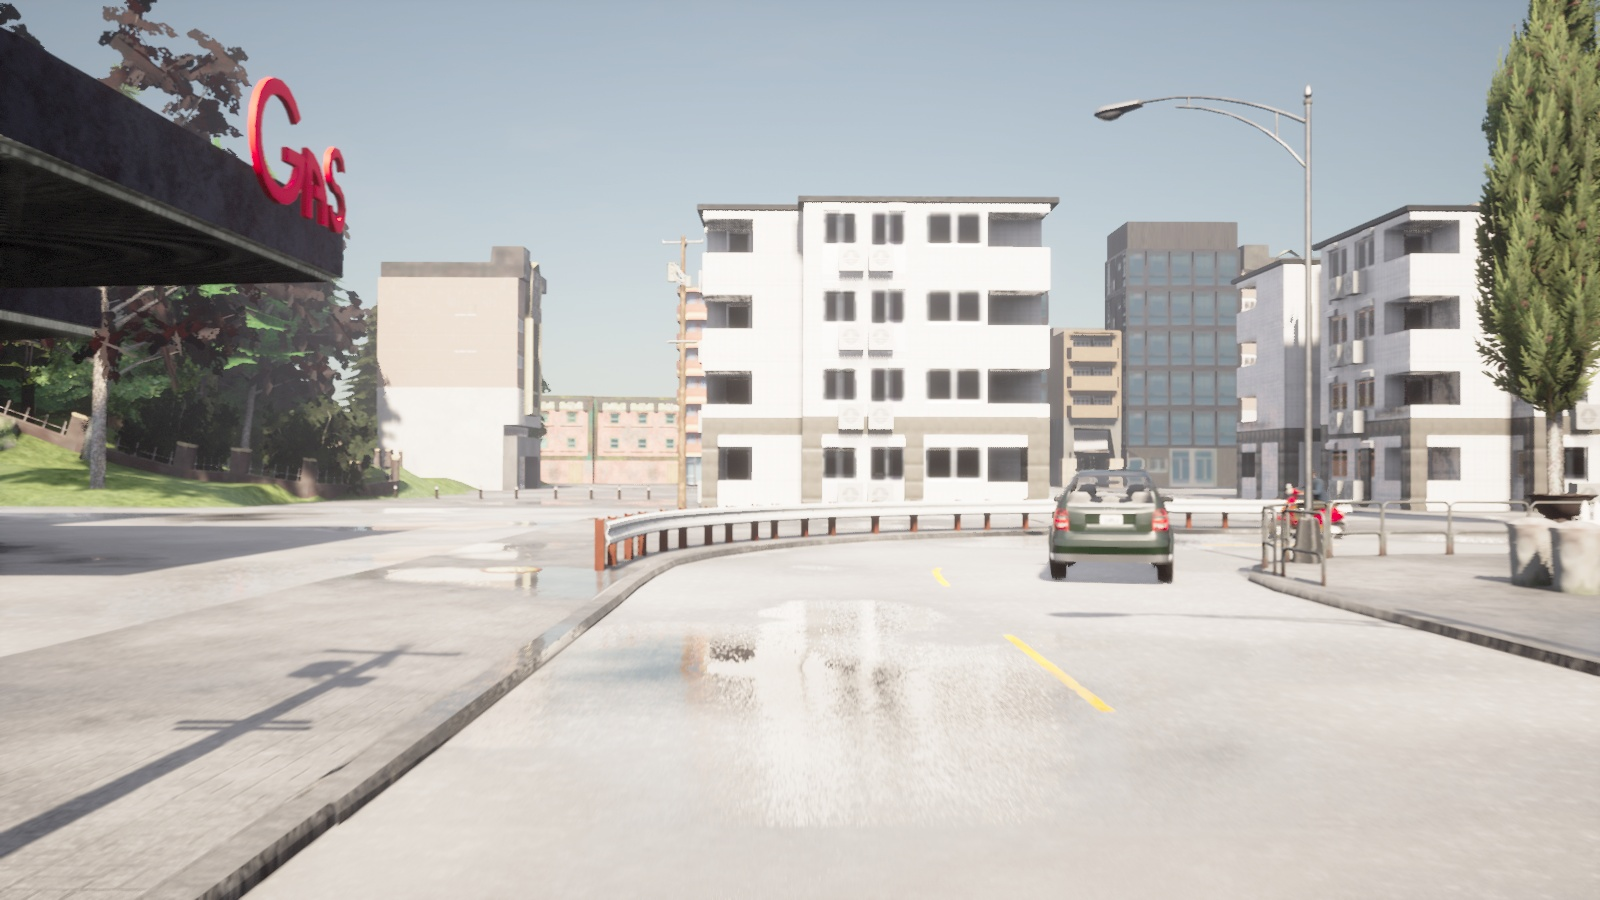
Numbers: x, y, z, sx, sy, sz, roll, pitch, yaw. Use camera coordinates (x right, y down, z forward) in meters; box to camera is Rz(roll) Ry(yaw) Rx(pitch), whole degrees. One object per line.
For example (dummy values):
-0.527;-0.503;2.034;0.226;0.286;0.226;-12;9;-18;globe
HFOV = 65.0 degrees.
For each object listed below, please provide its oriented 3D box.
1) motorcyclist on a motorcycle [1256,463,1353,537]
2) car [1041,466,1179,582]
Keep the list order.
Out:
11.256;1.105;28.059;1.817;1.590;0.866;0;0;-5;motorcyclist on a motorcycle
4.681;1.029;18.802;1.789;1.549;3.705;-1;-1;15;car
